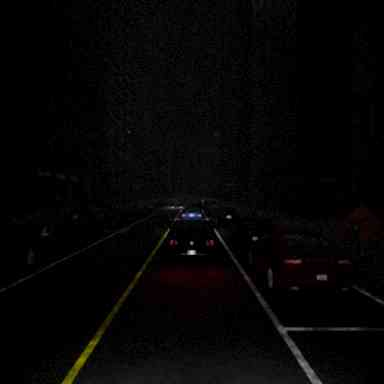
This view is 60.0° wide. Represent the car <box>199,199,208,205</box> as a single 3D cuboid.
[{"bbox_3d":[2.626,2.302,76.558,2.008,1.369,4.403,1,-1,0],"label":"car"}]

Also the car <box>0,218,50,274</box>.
[{"bbox_3d":[-5.856,1.641,9.057,1.887,1.381,4.507,1,-1,0],"label":"car"}]

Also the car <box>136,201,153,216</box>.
[{"bbox_3d":[-5.874,1.927,37.178,1.887,1.381,4.507,1,-1,0],"label":"car"}]

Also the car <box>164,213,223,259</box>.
[{"bbox_3d":[0.005,1.741,13.261,1.895,1.301,4.718,0,-1,0],"label":"car"}]

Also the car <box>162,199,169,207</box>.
[{"bbox_3d":[-5.892,2.194,65.299,1.887,1.381,4.507,1,-1,0],"label":"car"}]

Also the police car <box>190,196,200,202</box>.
[{"bbox_3d":[0.718,1.980,54.966,1.930,1.638,5.238,0,0,-3],"label":"police car"}]

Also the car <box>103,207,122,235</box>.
[{"bbox_3d":[-5.864,1.777,20.305,1.947,1.339,4.313,1,-1,0],"label":"car"}]

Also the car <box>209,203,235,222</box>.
[{"bbox_3d":[2.658,1.835,25.937,1.947,1.339,4.313,1,-1,0],"label":"car"}]

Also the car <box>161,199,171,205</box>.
[{"bbox_3d":[-5.899,2.302,76.547,2.008,1.369,4.403,1,-1,0],"label":"car"}]

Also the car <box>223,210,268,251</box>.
[{"bbox_3d":[2.665,1.720,14.689,1.947,1.339,4.313,1,-1,0],"label":"car"}]

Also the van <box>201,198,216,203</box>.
[{"bbox_3d":[2.646,1.833,48.437,1.690,1.788,3.998,1,-1,0],"label":"van"}]

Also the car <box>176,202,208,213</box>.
[{"bbox_3d":[-0.011,1.833,27.525,2.033,1.411,5.357,0,-1,0],"label":"car"}]

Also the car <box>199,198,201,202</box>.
[{"bbox_3d":[2.642,1.986,54.061,1.967,1.590,4.097,1,-1,0],"label":"car"}]

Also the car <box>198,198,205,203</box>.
[{"bbox_3d":[2.616,2.442,93.431,1.887,1.381,4.507,1,0,0],"label":"car"}]

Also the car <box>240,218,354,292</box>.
[{"bbox_3d":[2.670,1.641,9.065,1.887,1.381,4.507,1,-1,0],"label":"car"}]

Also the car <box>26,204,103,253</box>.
[{"bbox_3d":[-5.857,1.469,14.683,2.192,1.841,5.009,1,-1,0],"label":"car"}]

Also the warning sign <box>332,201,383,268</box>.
[{"bbox_3d":[5.052,1.221,9.913,1.300,1.860,1.060,-1,-1,0],"label":"warning sign"}]

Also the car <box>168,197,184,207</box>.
[{"bbox_3d":[-3.058,2.172,64.999,1.812,1.442,4.674,0,0,0],"label":"car"}]

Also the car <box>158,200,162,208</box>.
[{"bbox_3d":[-5.881,2.037,48.426,1.887,1.381,4.507,1,-1,0],"label":"car"}]

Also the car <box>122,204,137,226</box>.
[{"bbox_3d":[-5.867,1.835,25.928,1.947,1.339,4.313,1,-1,0],"label":"car"}]

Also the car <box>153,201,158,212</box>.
[{"bbox_3d":[-5.877,1.878,42.803,1.967,1.590,4.097,1,-1,0],"label":"car"}]

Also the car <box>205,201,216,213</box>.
[{"bbox_3d":[2.651,1.965,37.187,1.802,1.307,4.206,1,-1,0],"label":"car"}]

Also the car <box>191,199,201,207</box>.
[{"bbox_3d":[0.700,2.124,64.892,1.882,1.535,5.008,0,0,0],"label":"car"}]

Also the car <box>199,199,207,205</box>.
[{"bbox_3d":[2.623,2.346,82.183,1.887,1.381,4.507,1,0,0],"label":"car"}]

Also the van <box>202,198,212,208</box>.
[{"bbox_3d":[2.639,1.939,59.687,1.690,1.788,3.998,1,-1,0],"label":"van"}]
